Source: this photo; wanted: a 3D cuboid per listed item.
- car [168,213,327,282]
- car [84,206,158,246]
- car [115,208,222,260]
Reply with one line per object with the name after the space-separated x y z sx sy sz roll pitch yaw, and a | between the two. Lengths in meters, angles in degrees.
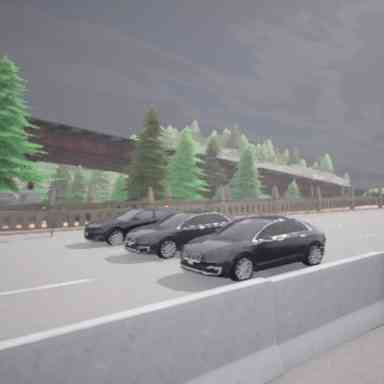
1.935 1.472 9.672 4.892 1.490 1.837 -1 0 -36 | car
-2.334 1.446 15.224 5.008 1.535 1.882 0 0 -36 | car
-0.107 1.472 12.514 4.892 1.490 1.837 -1 0 -35 | car
